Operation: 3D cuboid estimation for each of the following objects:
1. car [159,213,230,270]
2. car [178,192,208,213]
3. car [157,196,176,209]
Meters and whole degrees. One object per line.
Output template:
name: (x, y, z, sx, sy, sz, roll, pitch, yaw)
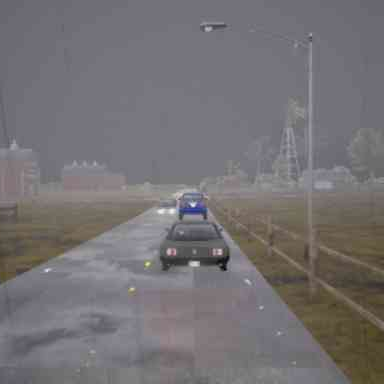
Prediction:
car: (0.077, 1.582, 10.908, 1.895, 1.301, 4.718, 0, 0, 0)
car: (0.079, 1.039, 26.815, 2.150, 2.045, 5.566, 0, 1, 0)
car: (-2.848, 1.159, 38.408, 1.994, 1.385, 4.181, 0, 1, 0)
